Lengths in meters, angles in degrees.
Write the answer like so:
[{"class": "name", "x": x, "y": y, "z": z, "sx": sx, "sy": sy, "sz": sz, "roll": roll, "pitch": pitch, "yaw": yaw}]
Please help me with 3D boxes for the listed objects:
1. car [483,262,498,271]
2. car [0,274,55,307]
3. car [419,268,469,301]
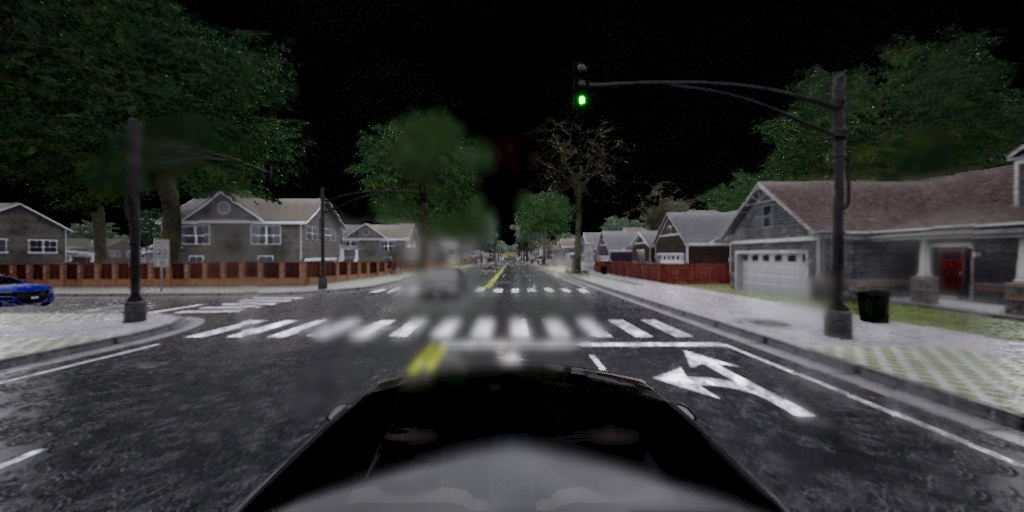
[{"class": "car", "x": -3.276, "y": 1.612, "z": 55.402, "sx": 1.994, "sy": 1.385, "sz": 4.181, "roll": 0, "pitch": 0, "yaw": 0}, {"class": "car", "x": -22.068, "y": 1.452, "z": 14.821, "sx": 5.008, "sy": 1.535, "sz": 1.882, "roll": 0, "pitch": 0, "yaw": 2}, {"class": "car", "x": -3.256, "y": 1.416, "z": 18.008, "sx": 1.837, "sy": 1.490, "sz": 4.892, "roll": 0, "pitch": 0, "yaw": 0}]
